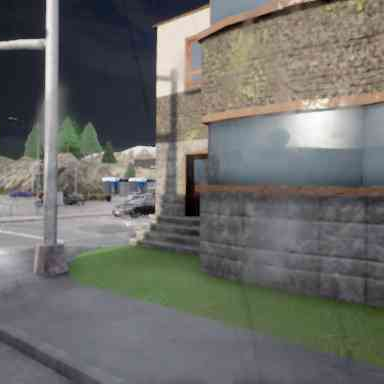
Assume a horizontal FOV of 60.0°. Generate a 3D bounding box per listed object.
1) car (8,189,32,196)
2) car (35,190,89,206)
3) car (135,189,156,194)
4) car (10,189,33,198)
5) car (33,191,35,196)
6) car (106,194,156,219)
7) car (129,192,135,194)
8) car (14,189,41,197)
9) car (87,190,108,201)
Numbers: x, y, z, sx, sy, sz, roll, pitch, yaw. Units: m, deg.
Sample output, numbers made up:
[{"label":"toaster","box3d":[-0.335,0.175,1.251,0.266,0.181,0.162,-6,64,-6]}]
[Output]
[{"label":"car","box3d":[-39.470,0.170,76.557,2.007,1.523,4.514,1,1,35]},{"label":"car","box3d":[-13.934,0.816,35.881,2.007,1.523,4.514,1,1,35]},{"label":"car","box3d":[-6.561,0.537,52.573,1.905,1.878,3.866,1,1,35]},{"label":"car","box3d":[-31.666,0.382,61.670,1.845,1.501,3.633,1,1,35]},{"label":"car","box3d":[-23.543,0.515,55.852,2.007,1.523,4.514,1,1,35]},{"label":"car","box3d":[-3.594,1.090,23.963,1.812,1.442,4.674,1,1,35]},{"label":"car","box3d":[-8.922,0.770,54.998,1.970,1.475,3.806,1,1,35]},{"label":"car","box3d":[-36.882,0.209,74.784,2.152,1.636,5.027,1,1,35]},{"label":"car","box3d":[-13.796,0.508,48.060,1.932,1.855,4.605,1,1,35]}]
